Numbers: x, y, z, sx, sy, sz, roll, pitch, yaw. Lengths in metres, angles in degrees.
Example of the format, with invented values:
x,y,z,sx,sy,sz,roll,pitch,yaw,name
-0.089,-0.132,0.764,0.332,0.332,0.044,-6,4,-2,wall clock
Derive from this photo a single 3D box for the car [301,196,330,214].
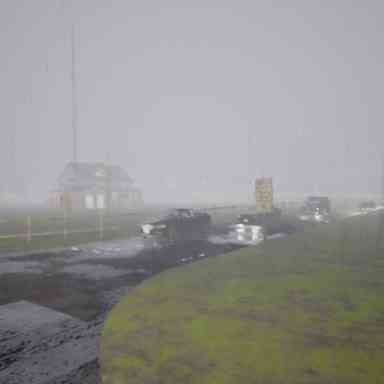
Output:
x,y,z,sx,sy,sz,roll,pitch,yaw,name
14.648,1.484,39.248,2.150,2.045,5.566,-1,-1,36,car

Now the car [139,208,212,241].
x,y,z,sx,sy,sz,roll,pitch,yaw,name
-0.773,1.644,18.048,2.128,1.511,4.902,-1,-1,36,car

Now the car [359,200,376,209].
x,y,z,sx,sy,sz,roll,pitch,yaw,name
27.179,1.870,51.535,2.033,1.411,5.357,-1,-1,35,car

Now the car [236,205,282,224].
x,y,z,sx,sy,sz,roll,pitch,yaw,name
5.558,1.740,26.768,2.033,1.411,5.357,-1,-1,36,car
